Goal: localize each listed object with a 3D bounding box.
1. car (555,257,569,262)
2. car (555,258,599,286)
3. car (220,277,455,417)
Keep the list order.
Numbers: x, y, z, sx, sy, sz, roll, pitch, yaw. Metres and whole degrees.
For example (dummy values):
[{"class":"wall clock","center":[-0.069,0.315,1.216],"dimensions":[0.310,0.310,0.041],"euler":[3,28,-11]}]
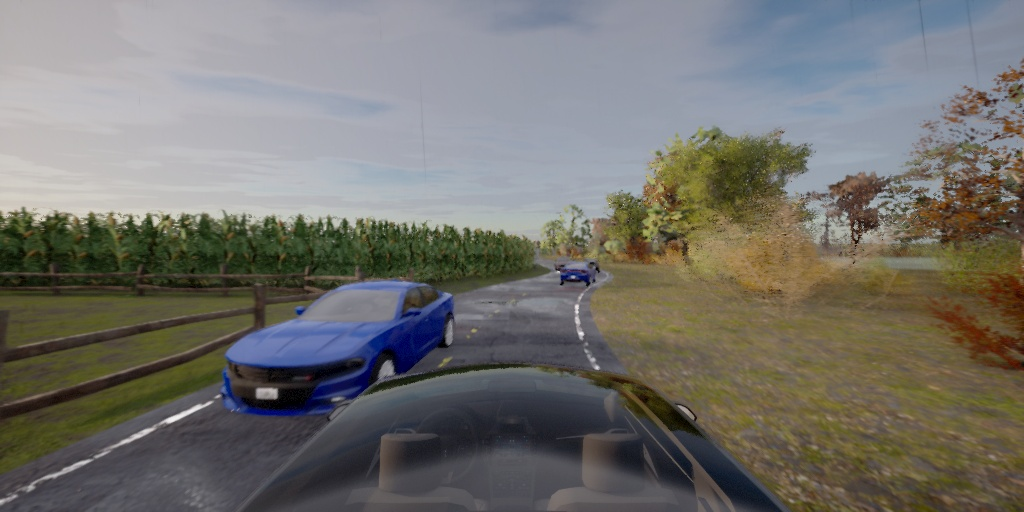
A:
[{"class":"car","center":[6.223,0.893,43.006],"dimensions":[2.097,1.767,4.553],"euler":[0,0,7]},{"class":"car","center":[4.591,1.124,24.508],"dimensions":[1.882,1.535,5.008],"euler":[0,1,19]},{"class":"car","center":[-2.401,1.199,6.343],"dimensions":[1.882,1.535,5.008],"euler":[0,0,5]}]
